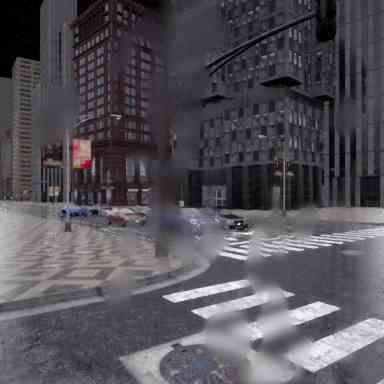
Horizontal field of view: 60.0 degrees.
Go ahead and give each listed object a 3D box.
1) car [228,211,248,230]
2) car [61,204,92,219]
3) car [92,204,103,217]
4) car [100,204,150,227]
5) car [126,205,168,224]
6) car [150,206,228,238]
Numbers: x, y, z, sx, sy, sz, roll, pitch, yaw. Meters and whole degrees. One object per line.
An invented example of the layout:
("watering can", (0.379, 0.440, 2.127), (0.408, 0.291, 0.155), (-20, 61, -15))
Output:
("car", (1.767, 1.861, 22.370), (1.994, 1.385, 4.181), (0, -1, -36))
("car", (-13.571, 2.193, 38.176), (1.882, 1.535, 5.008), (0, -1, -35))
("car", (-10.796, 2.196, 39.882), (2.128, 1.511, 4.902), (0, -1, -36))
("car", (-5.459, 1.976, 26.864), (1.812, 1.442, 4.674), (0, -1, -36))
("car", (-4.251, 1.996, 30.752), (1.837, 1.490, 4.892), (0, -1, -36))
("car", (-0.306, 1.636, 19.650), (2.097, 1.767, 4.553), (0, -1, -35))
